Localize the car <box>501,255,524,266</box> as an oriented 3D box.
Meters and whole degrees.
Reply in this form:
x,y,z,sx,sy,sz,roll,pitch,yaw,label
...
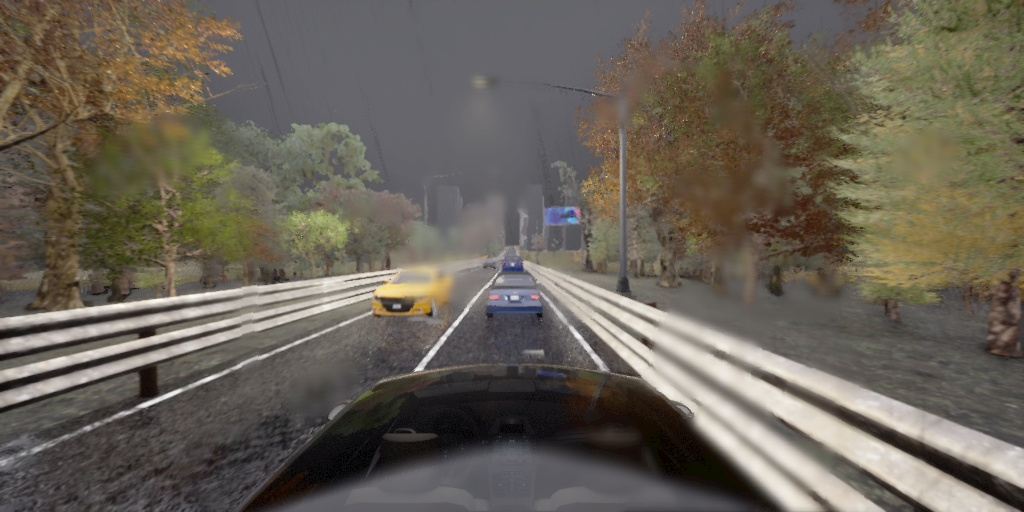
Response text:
x,y,z,sx,sy,sz,roll,pitch,yaw,label
0.077,0.942,37.468,2.150,2.045,5.566,0,0,0,car

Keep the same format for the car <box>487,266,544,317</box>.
x,y,z,sx,sy,sz,roll,pitch,yaw,label
0.094,1.263,12.951,2.033,1.411,5.357,0,0,0,car

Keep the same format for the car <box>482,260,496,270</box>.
x,y,z,sx,sy,sz,roll,pitch,yaw,label
-3.364,1.273,53.960,2.033,1.411,5.357,0,0,0,car

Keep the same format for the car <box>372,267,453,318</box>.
x,y,z,sx,sy,sz,roll,pitch,yaw,label
-3.355,1.193,12.952,1.882,1.535,5.008,0,0,0,car
